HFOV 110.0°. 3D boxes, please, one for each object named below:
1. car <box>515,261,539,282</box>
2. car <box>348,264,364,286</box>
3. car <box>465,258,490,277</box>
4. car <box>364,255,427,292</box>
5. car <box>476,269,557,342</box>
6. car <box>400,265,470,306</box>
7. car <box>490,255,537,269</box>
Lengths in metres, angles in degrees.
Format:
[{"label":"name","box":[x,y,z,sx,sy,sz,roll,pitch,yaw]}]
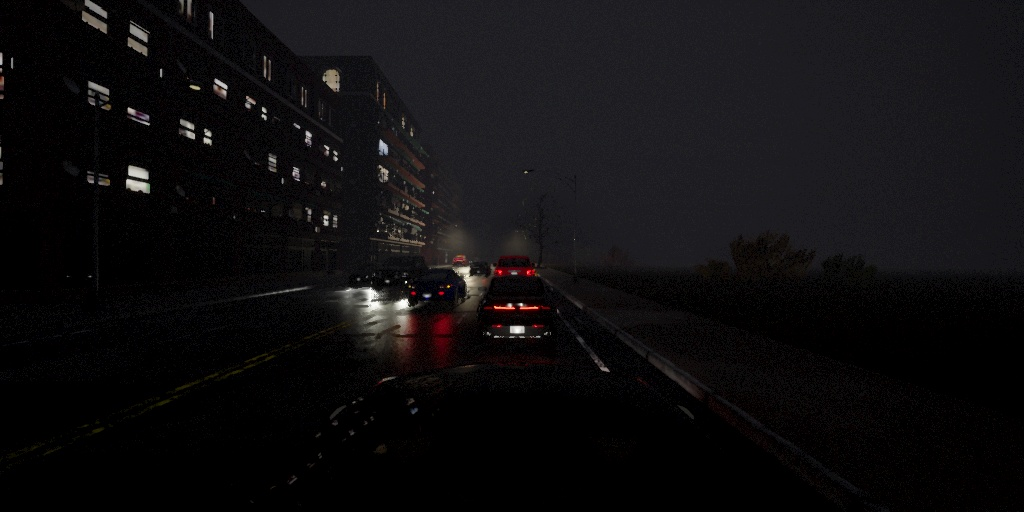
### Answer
[{"label":"car","box":[1.164,1.209,30.503,1.801,1.575,5.366,0,0,0]},{"label":"car","box":[-9.829,1.258,25.377,1.837,1.490,4.892,0,0,0]},{"label":"car","box":[-3.119,1.246,35.878,2.128,1.511,4.902,0,0,0]},{"label":"car","box":[-6.581,0.974,21.690,2.150,2.045,5.566,0,0,0]},{"label":"car","box":[0.109,1.256,9.748,1.837,1.490,4.892,0,0,0]},{"label":"car","box":[-3.138,1.278,15.568,1.812,1.442,4.674,0,0,0]},{"label":"car","box":[0.116,0.974,20.095,2.150,2.045,5.566,0,0,0]}]
